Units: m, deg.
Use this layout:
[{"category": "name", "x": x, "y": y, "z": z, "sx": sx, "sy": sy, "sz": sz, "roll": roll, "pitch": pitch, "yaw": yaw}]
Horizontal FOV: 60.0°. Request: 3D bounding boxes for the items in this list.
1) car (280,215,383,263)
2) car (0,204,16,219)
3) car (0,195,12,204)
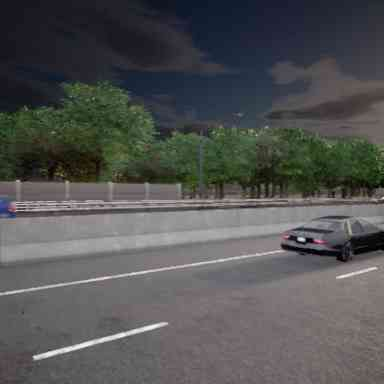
[{"category": "car", "x": 5.551, "y": 1.573, "z": 12.135, "sx": 5.357, "sy": 1.411, "sz": 2.033, "roll": 0, "pitch": 0, "yaw": -36}, {"category": "car", "x": -11.827, "y": 1.525, "z": 17.050, "sx": 4.674, "sy": 1.442, "sz": 1.812, "roll": 0, "pitch": 0, "yaw": -35}, {"category": "car", "x": -13.722, "y": 1.222, "z": 19.999, "sx": 5.566, "sy": 2.045, "sz": 2.150, "roll": 0, "pitch": 0, "yaw": -35}]
